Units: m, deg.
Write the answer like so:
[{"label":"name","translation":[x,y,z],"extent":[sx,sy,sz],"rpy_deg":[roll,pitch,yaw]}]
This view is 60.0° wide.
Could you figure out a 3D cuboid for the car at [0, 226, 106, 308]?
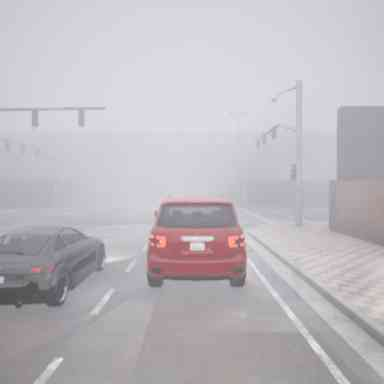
[{"label":"car","translation":[-3.399,1.463,7.750],"extent":[1.994,1.385,4.181],"rpy_deg":[0,1,0]}]

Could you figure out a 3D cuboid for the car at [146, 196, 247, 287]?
[{"label":"car","translation":[0.101,1.105,9.090],"extent":[2.150,2.045,5.566],"rpy_deg":[0,1,0]}]
